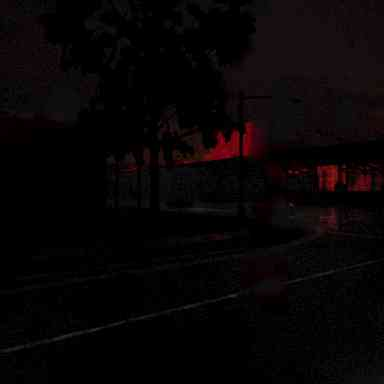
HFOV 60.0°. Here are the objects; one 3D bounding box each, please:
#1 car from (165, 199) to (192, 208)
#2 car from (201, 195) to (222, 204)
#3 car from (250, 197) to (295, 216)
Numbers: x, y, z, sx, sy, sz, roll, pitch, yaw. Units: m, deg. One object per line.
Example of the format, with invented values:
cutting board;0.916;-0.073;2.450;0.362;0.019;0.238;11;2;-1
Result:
car;-1.895;1.656;47.867;1.895;1.301;4.718;0;0;-34
car;3.723;1.352;64.768;2.097;1.767;4.553;0;0;-34
car;7.947;1.352;33.083;2.097;1.767;4.553;0;0;-34
